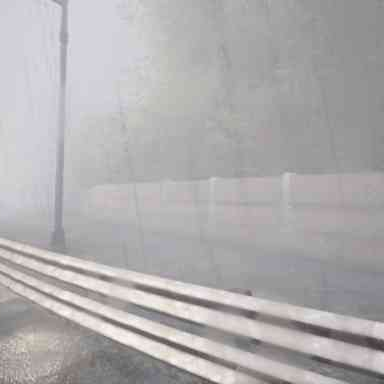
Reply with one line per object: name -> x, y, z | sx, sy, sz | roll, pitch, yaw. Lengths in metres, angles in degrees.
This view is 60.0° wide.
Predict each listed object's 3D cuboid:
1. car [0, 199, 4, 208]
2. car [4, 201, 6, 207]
car -> -28.237, 1.847, 46.958 | 1.837, 1.490, 4.892 | 2, -1, -26
car -> -32.519, 1.884, 55.883 | 1.882, 1.535, 5.008 | 1, 0, -26
